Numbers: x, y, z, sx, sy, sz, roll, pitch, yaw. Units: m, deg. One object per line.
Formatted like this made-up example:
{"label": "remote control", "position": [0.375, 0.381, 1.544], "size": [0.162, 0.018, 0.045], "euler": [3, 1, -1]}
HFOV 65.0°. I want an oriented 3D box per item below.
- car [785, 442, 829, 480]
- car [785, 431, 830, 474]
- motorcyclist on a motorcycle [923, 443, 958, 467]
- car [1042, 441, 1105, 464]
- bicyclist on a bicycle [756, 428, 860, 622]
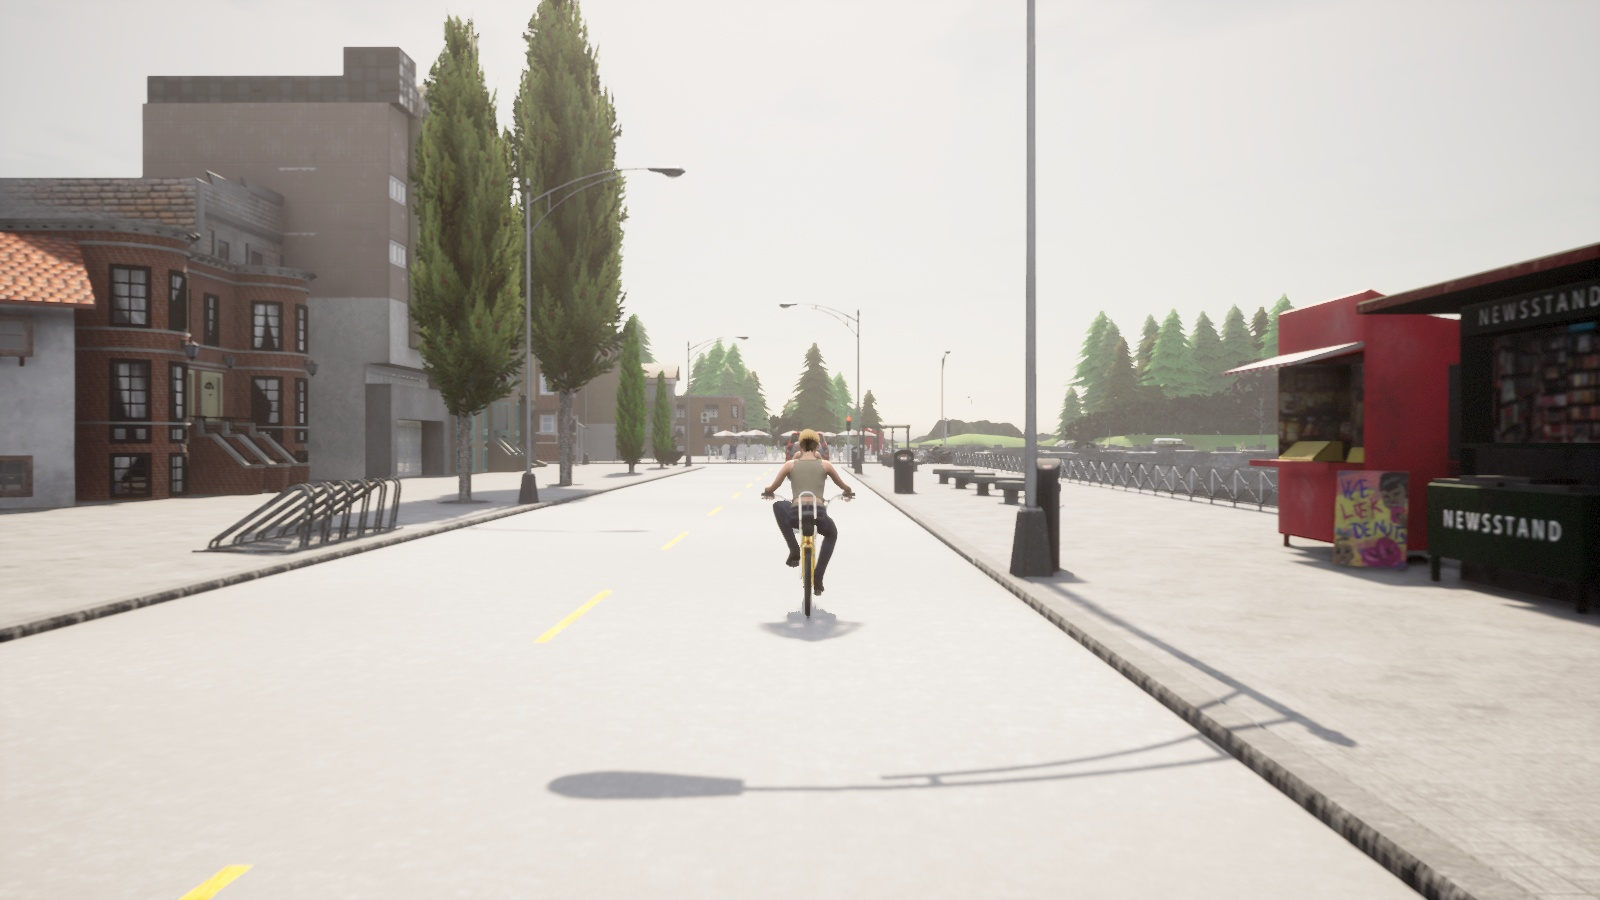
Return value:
{"label": "car", "position": [0.306, 0.429, 52.593], "size": [1.789, 1.549, 3.705], "euler": [0, 0, 0]}
{"label": "car", "position": [0.361, 0.115, 62.156], "size": [2.150, 2.045, 5.566], "euler": [0, 0, 0]}
{"label": "motorcyclist on a motorcycle", "position": [9.289, 0.321, 82.953], "size": [2.191, 1.530, 0.866], "euler": [0, 1, -1]}
{"label": "car", "position": [18.869, 0.171, 86.778], "size": [3.988, 1.617, 1.851], "euler": [0, 0, 1]}
{"label": "bicyclist on a bicycle", "position": [0.073, 0.620, 11.177], "size": [0.866, 1.612, 1.509], "euler": [0, 0, 1]}
